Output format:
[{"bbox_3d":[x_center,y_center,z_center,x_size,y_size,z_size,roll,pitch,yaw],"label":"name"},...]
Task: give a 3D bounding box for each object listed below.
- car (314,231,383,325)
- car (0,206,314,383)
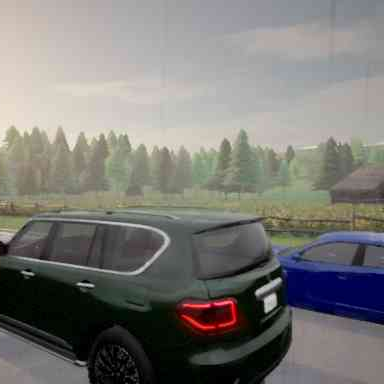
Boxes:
[{"bbox_3d":[2.939,1.481,6.193,5.008,1.535,1.882,0,0,35],"label":"car"},{"bbox_3d":[-1.373,1.234,4.970,5.566,2.045,2.150,0,0,35],"label":"car"}]
